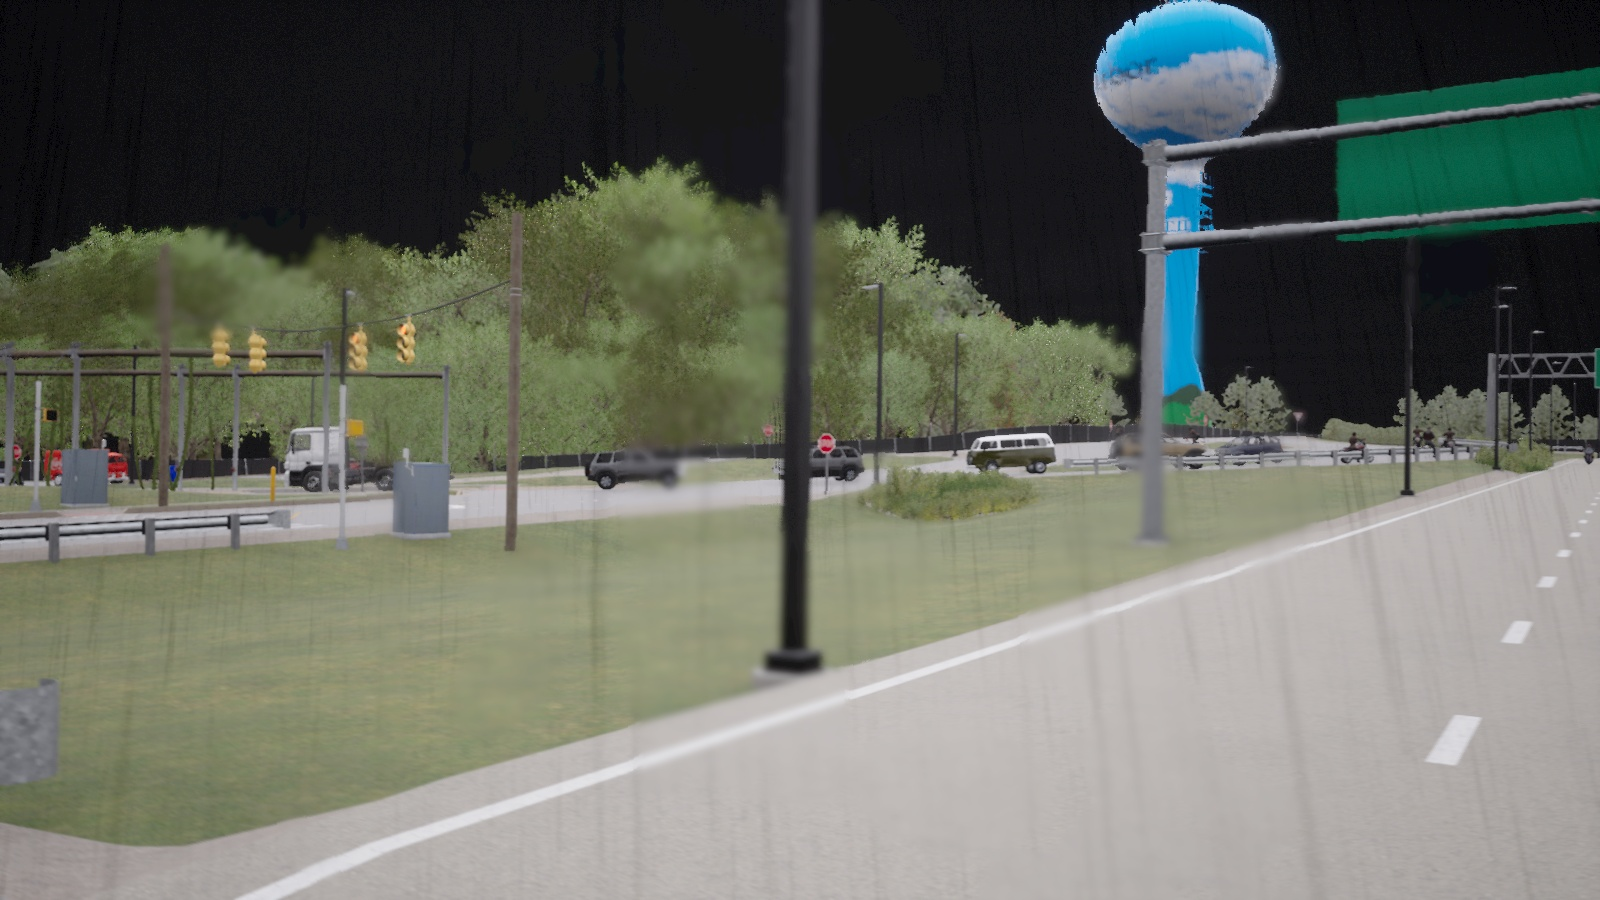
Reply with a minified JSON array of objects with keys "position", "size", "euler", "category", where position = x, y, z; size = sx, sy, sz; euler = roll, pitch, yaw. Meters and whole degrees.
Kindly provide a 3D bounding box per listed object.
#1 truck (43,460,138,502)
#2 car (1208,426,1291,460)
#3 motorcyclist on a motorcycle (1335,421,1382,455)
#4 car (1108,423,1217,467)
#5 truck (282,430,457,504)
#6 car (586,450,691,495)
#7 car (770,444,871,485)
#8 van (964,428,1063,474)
[{"position":[-46.906,2.056,83.067],"size":[5.204,2.467,2.627],"euler":[-2,0,19],"category":"truck"},{"position":[23.553,-0.371,65.821],"size":[3.705,1.549,1.789],"euler":[-3,0,-20],"category":"car"},{"position":[28.222,-0.610,63.472],"size":[2.350,1.649,0.766],"euler":[-3,0,-26],"category":"motorcyclist on a motorcycle"},{"position":[17.483,-0.228,60.643],"size":[4.605,1.855,1.932],"euler":[-3,0,-6],"category":"car"},{"position":[-21.936,0.882,64.190],"size":[7.936,3.462,2.891],"euler":[-2,-1,7],"category":"truck"},{"position":[-7.345,1.017,57.392],"size":[4.605,1.855,1.932],"euler":[-2,0,-5],"category":"car"},{"position":[1.002,0.698,62.662],"size":[4.605,1.855,1.932],"euler":[-2,1,-18],"category":"car"},{"position":[10.834,0.064,64.012],"size":[4.480,2.038,2.069],"euler":[-4,-1,-4],"category":"van"}]
